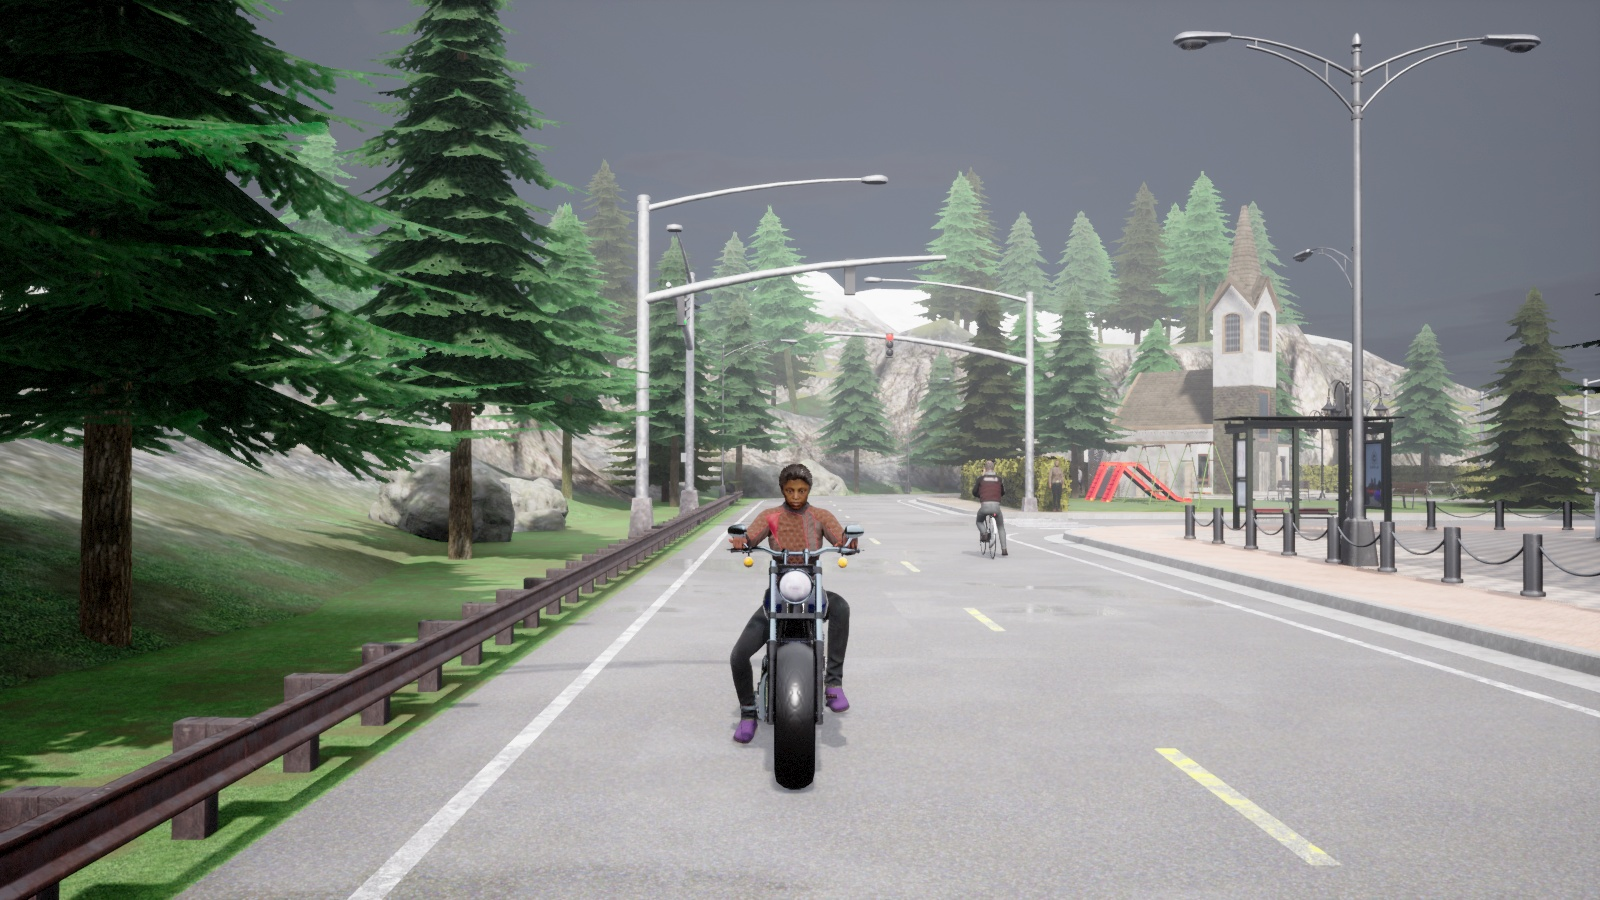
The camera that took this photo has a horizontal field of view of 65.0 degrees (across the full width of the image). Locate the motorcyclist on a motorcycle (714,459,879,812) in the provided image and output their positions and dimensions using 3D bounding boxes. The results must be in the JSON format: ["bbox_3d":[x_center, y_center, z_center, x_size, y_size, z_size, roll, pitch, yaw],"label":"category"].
[{"bbox_3d":[-0.019,0.883,7.064,0.766,1.649,2.350,0,-1,0],"label":"motorcyclist on a motorcycle"}]

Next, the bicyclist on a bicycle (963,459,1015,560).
[{"bbox_3d":[3.438,1.056,22.945,0.659,1.776,1.843,0,-1,0],"label":"bicyclist on a bicycle"}]

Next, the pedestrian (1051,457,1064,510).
[{"bbox_3d":[8.943,1.155,43.646,0.331,1.846,0.634,0,-1,1],"label":"pedestrian"}]
